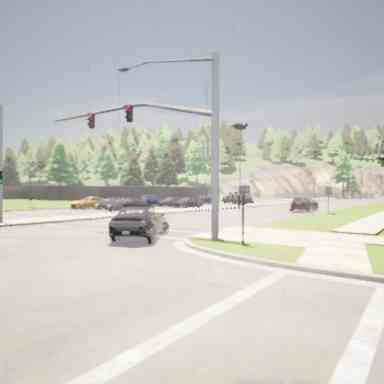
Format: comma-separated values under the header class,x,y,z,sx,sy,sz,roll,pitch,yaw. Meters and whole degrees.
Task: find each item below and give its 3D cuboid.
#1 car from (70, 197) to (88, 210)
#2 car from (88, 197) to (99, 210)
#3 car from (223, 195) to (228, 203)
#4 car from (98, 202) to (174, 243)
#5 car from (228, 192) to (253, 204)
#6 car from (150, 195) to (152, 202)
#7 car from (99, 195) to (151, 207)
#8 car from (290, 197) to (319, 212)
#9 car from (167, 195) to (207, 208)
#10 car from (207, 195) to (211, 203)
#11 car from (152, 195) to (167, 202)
class,x,y,z,sx,sy,sz,roll,pitch,yaw
car,-12.511,1.334,40.926,1.882,1.535,5.008,0,0,36
car,-9.298,1.362,39.395,2.128,1.511,4.902,0,0,36
car,7.963,1.094,62.937,2.150,2.045,5.566,0,0,37
car,-2.447,1.443,15.993,2.128,1.511,4.902,-1,0,6
car,8.845,1.236,58.257,2.097,1.767,4.553,0,0,37
car,-6.687,1.207,48.905,2.097,1.767,4.553,0,0,36
car,-7.185,1.377,36.362,2.128,1.511,4.902,0,0,36
car,12.950,1.300,38.188,2.097,1.767,4.553,0,0,36
car,-0.577,1.432,45.428,2.033,1.411,5.357,0,0,36
car,2.130,1.332,60.929,1.882,1.535,5.008,0,0,37
car,-2.880,1.418,48.187,2.033,1.411,5.357,0,0,36
